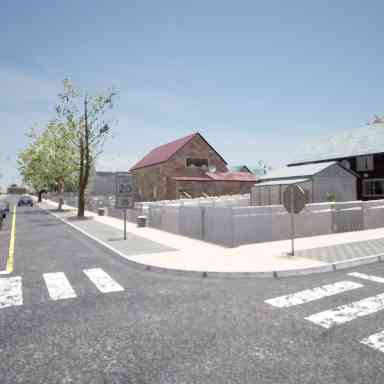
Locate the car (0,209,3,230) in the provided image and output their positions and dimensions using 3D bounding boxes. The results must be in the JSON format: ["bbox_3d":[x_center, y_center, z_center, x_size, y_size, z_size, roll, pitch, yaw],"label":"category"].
[{"bbox_3d":[-8.453,1.569,12.447,1.994,1.385,4.181,0,0,-27],"label":"car"}]

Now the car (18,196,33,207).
[{"bbox_3d":[-26.574,1.365,53.055,2.097,1.767,4.553,0,0,-27],"label":"car"}]

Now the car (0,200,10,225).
[{"bbox_3d":[-12.733,1.500,20.590,2.128,1.511,4.902,0,0,-28],"label":"car"}]
